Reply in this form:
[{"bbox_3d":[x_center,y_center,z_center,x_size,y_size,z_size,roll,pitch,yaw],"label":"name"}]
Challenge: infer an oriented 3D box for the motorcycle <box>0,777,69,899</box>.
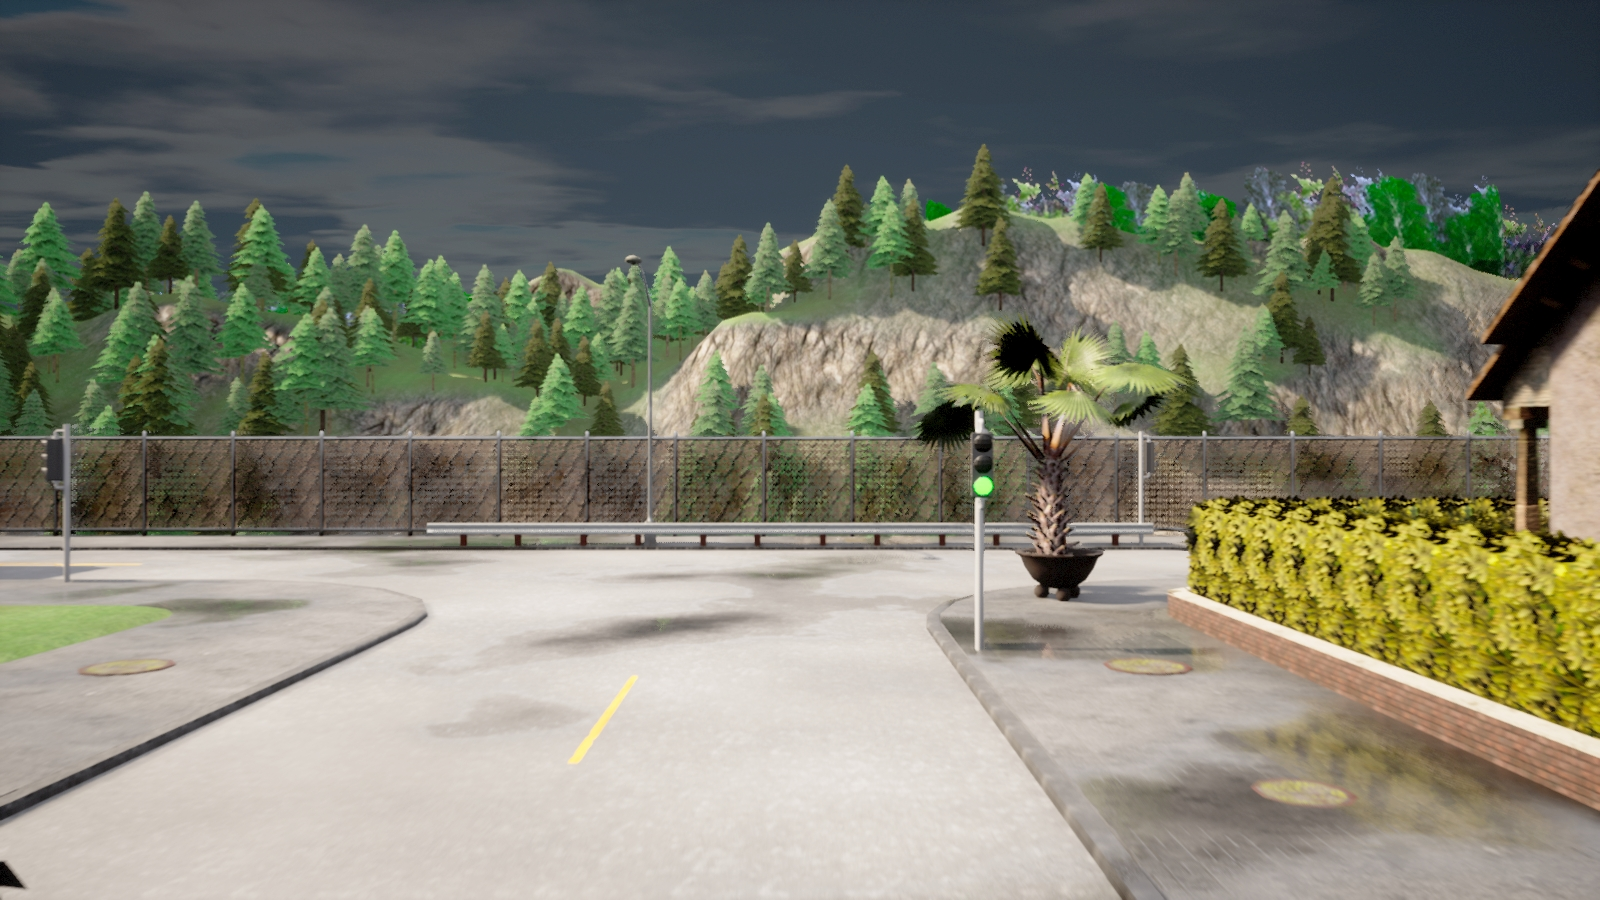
[{"bbox_3d":[-3.956,2.186,4.530,0.803,1.199,2.033,0,0,0],"label":"motorcycle"}]
